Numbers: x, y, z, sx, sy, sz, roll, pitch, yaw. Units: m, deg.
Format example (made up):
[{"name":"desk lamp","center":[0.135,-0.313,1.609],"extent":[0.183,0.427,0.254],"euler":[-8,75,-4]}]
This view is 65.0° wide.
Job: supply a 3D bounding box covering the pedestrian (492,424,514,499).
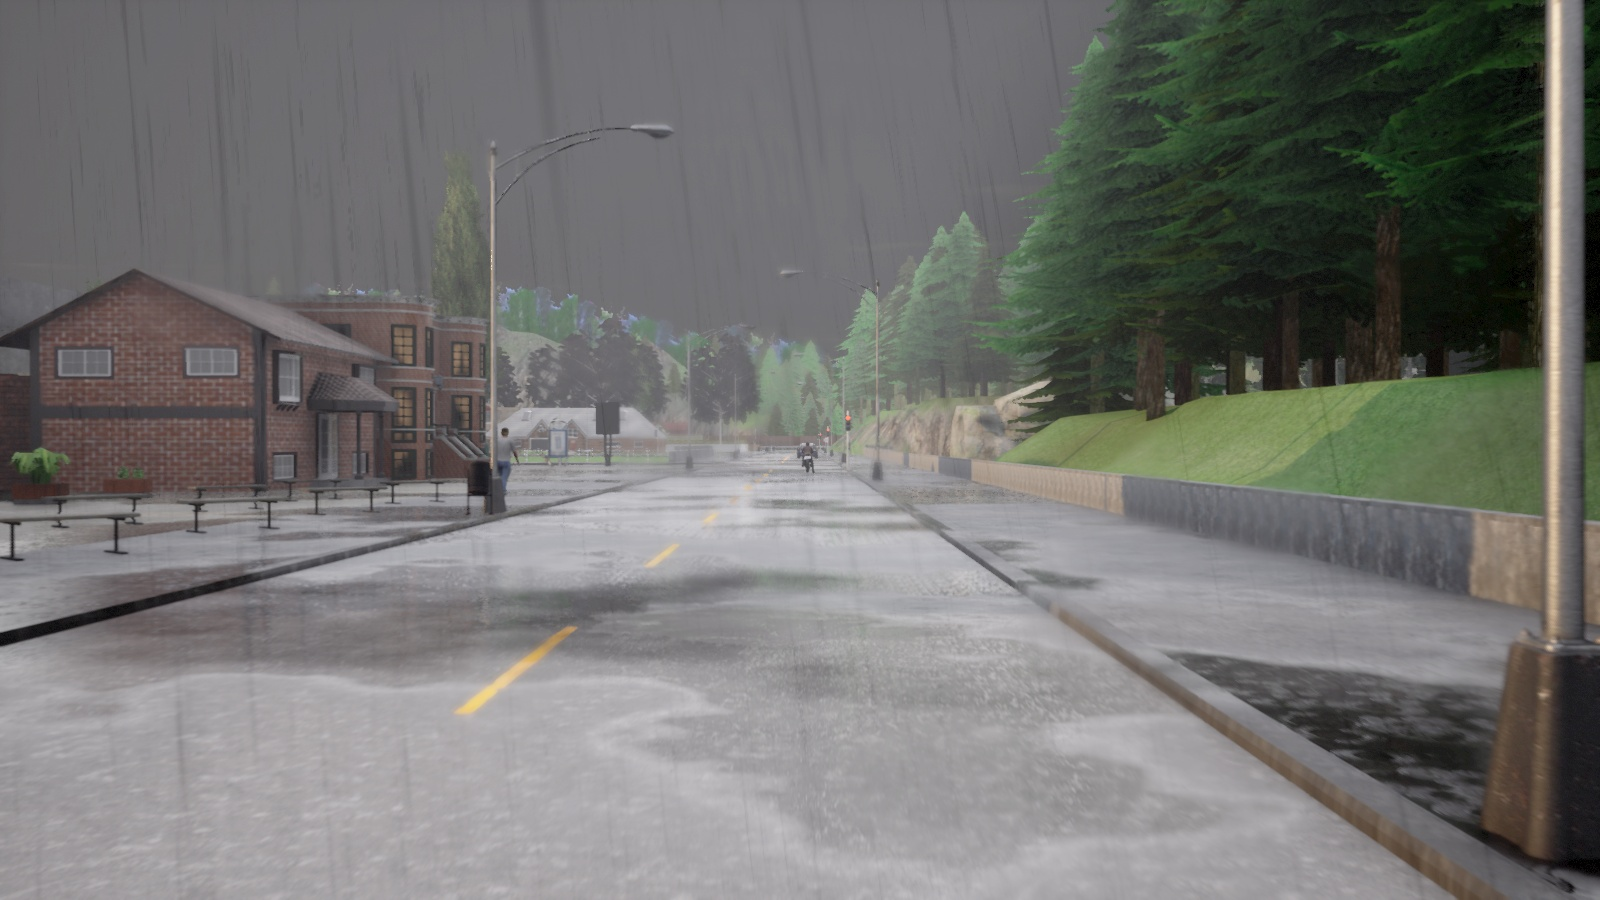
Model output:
[{"name":"pedestrian","center":[-7.296,0.277,30.864],"extent":[0.354,1.836,0.706],"euler":[0,0,1]}]
